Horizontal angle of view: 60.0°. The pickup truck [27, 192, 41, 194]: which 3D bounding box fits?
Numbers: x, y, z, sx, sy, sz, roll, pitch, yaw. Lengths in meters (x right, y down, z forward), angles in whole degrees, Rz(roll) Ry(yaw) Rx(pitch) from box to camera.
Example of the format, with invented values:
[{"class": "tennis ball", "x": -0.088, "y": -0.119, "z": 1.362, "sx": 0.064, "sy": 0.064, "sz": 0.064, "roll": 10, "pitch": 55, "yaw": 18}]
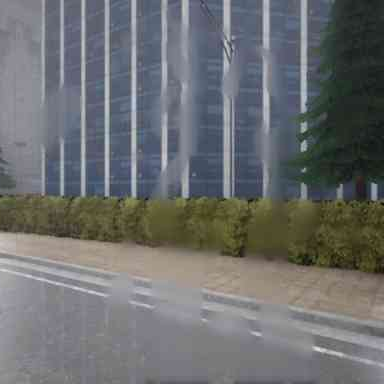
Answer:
[{"class": "pickup truck", "x": -33.617, "y": 1.058, "z": 72.137, "sx": 6.274, "sy": 2.098, "sz": 2.390, "roll": 0, "pitch": 0, "yaw": -26}]
